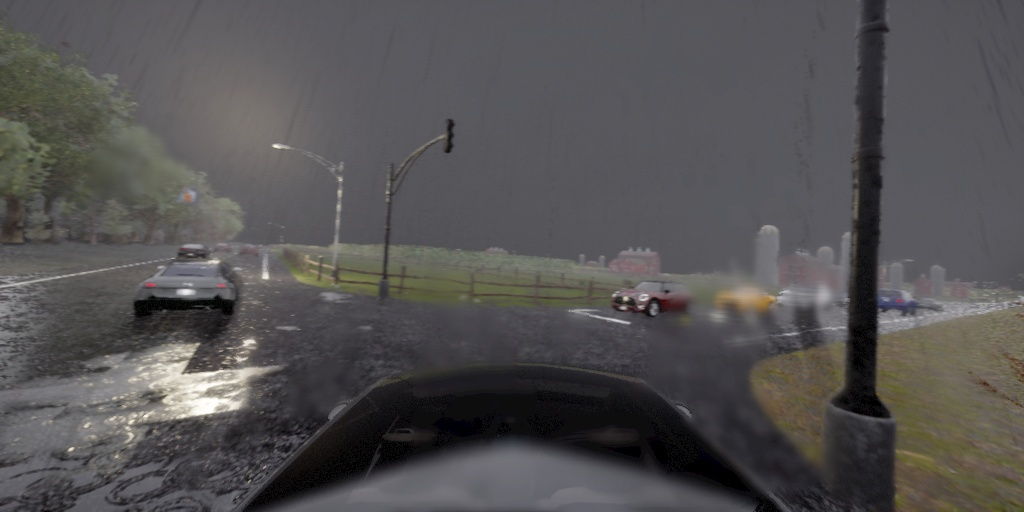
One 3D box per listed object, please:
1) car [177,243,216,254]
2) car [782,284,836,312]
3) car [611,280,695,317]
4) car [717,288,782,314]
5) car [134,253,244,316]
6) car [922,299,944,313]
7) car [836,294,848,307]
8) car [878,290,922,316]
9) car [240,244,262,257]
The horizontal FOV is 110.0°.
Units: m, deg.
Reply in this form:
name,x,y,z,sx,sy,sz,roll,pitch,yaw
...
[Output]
name,x,y,z,sx,sy,sz,roll,pitch,yaw
car,-27.711,-0.360,31.427,1.882,1.535,5.008,4,-1,-34
car,24.010,3.351,29.350,5.566,2.045,2.150,5,-2,-34
car,7.066,1.989,17.844,4.553,1.767,2.097,5,-2,-33
car,15.385,2.847,23.471,5.008,1.535,1.882,5,-2,-35
car,-9.045,0.786,10.374,1.994,1.385,4.181,4,-1,-34
car,47.261,5.611,40.757,4.181,1.385,1.994,5,-2,-34
car,32.675,4.442,35.210,5.357,1.411,2.033,5,-2,-34
car,33.343,4.040,31.248,5.566,2.045,2.150,5,-2,-34
car,-35.058,-0.820,48.153,2.097,1.767,4.553,4,-1,-34
